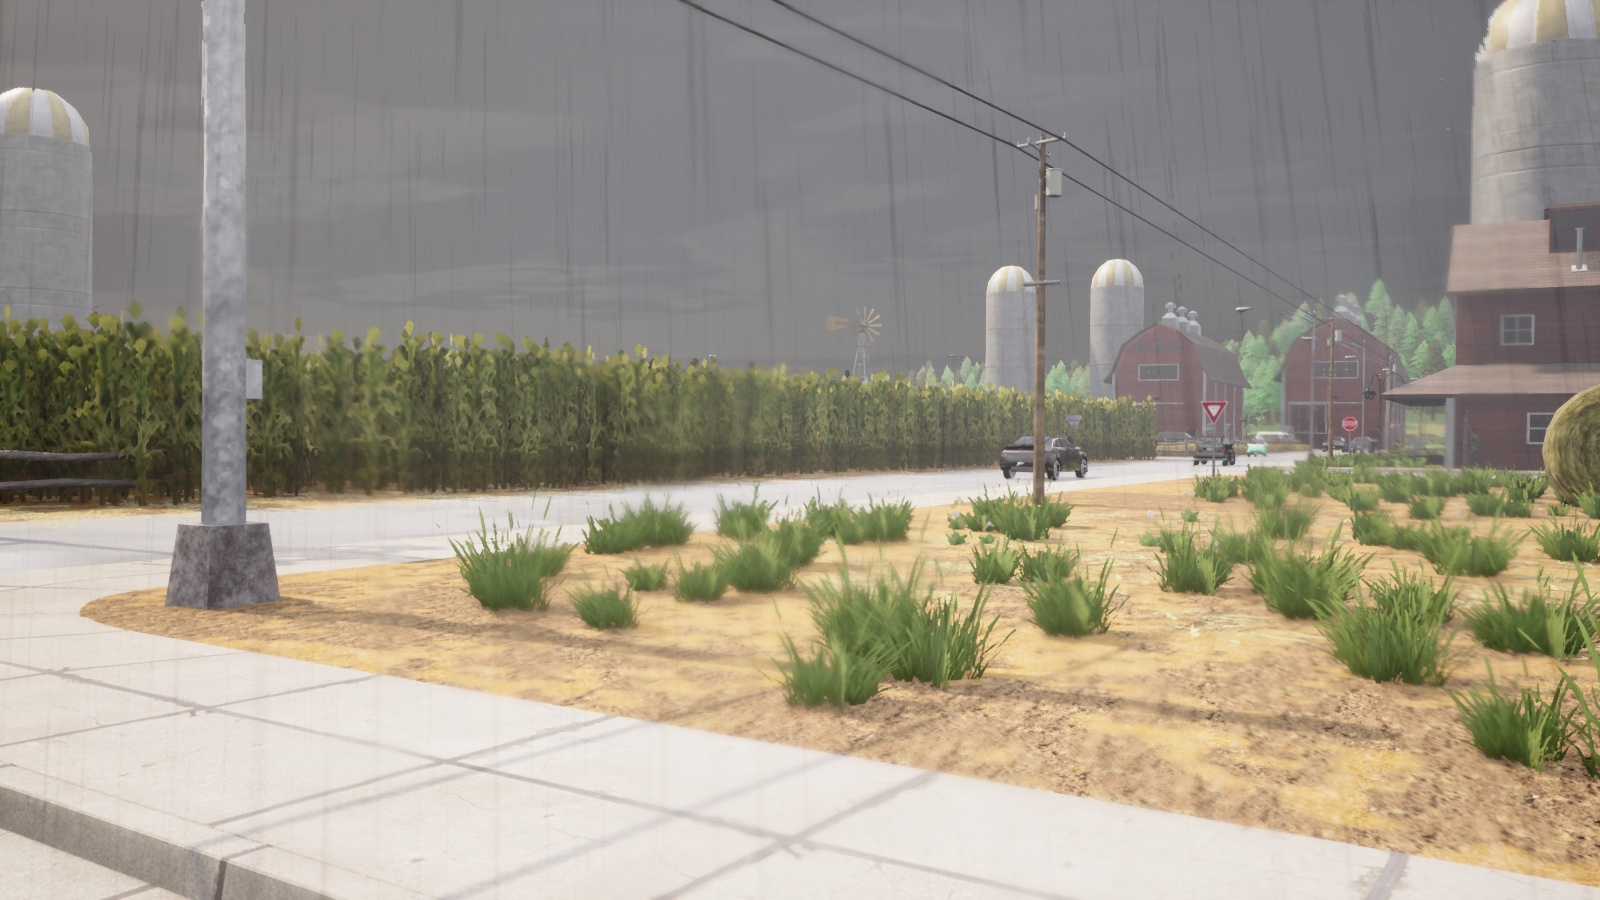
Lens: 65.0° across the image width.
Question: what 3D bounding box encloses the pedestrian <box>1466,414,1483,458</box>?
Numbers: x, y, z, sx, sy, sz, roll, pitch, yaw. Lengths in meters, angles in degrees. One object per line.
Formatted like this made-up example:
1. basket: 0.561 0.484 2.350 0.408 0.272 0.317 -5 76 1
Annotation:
1. pedestrian: 28.249 -0.572 52.592 0.614 1.847 0.353 0 1 27

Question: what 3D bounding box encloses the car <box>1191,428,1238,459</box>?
1. car: 21.792 -0.352 65.887 1.789 1.549 3.705 0 1 27

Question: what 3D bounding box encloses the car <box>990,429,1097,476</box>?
1. car: 8.503 0.052 43.501 2.128 1.511 4.902 0 1 31
